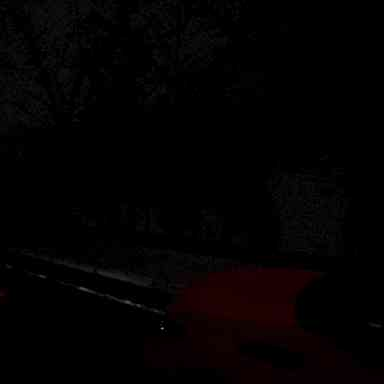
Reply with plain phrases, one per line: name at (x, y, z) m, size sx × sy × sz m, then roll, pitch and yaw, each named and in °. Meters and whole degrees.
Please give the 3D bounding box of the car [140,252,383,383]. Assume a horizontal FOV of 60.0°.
car at (2.206, 1.238, 2.112) m, size 5.566 × 2.045 × 2.150 m, roll 2°, pitch 1°, yaw 35°
